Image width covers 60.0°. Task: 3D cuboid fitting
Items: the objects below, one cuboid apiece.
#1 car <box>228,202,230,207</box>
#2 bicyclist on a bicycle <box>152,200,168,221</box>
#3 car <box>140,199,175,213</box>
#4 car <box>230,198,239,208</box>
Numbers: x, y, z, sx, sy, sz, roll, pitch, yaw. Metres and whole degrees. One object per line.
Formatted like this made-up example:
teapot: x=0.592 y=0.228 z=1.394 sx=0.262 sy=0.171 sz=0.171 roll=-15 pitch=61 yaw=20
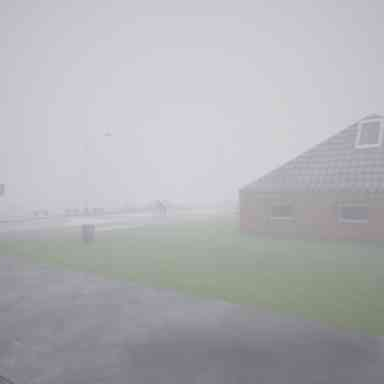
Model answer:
car: x=7.633 y=1.680 z=54.740 sx=1.812 sy=1.442 sz=4.674 roll=0 pitch=0 yaw=35
bicyclist on a bicycle: x=-2.529 y=1.442 z=26.141 sx=1.656 sy=1.620 sz=0.582 roll=-1 pitch=0 yaw=35
car: x=-3.952 y=1.643 z=38.622 sx=1.837 sy=1.490 sz=4.892 roll=0 pitch=0 yaw=35
car: x=7.890 y=1.622 z=48.122 sx=1.837 sy=1.490 sz=4.892 roll=0 pitch=0 yaw=36
